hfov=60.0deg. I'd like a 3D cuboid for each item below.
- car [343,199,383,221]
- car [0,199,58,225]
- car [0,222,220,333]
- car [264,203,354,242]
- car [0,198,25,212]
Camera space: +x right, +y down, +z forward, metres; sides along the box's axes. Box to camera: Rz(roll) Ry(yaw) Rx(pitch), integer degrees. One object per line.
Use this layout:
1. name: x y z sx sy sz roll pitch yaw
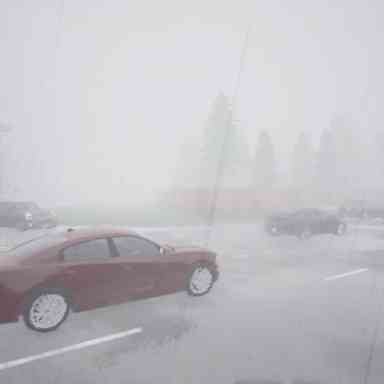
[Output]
1. car: 13.564 1.297 26.340 4.553 1.767 2.097 0 0 -36
2. car: -10.134 1.345 19.801 4.553 1.767 2.097 0 0 30
3. car: -1.658 1.472 6.865 5.008 1.535 1.882 0 0 -36
4. car: 5.687 1.474 16.413 4.892 1.490 1.837 0 0 -36
5. car: -22.789 1.534 40.549 2.033 1.411 5.357 0 0 0
